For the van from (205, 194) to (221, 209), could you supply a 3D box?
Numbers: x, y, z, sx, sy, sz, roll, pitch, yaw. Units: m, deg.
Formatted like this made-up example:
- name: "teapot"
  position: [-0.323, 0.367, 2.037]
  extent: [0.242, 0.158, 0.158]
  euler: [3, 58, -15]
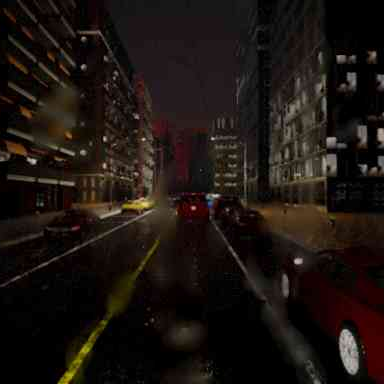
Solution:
- name: "van"
  position: [2.700, 1.165, 43.391]
  extent: [1.690, 1.788, 3.998]
  euler: [1, 0, 0]

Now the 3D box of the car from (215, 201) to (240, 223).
- name: "car"
  position: [2.699, 1.495, 21.361]
  extent: [1.802, 1.307, 4.206]
  euler: [1, 0, 0]

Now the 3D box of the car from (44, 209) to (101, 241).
- name: "car"
  position: [-5.646, 1.515, 16.228]
  extent: [1.802, 1.307, 4.206]
  euler: [1, 0, 0]

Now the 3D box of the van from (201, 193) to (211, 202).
- name: "van"
  position: [2.695, 1.075, 65.423]
  extent: [1.690, 1.788, 3.998]
  euler: [1, 0, 0]

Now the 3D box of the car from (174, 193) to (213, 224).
- name: "car"
  position: [0.093, 1.124, 23.827]
  extent: [2.150, 2.045, 5.566]
  euler: [0, 0, 0]

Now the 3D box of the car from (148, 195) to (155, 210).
- name: "car"
  position: [-5.682, 1.371, 37.686]
  extent: [1.752, 1.417, 4.829]
  euler: [1, 0, 0]

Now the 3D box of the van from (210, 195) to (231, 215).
- name: "van"
  position: [2.702, 1.209, 32.375]
  extent: [1.690, 1.788, 3.998]
  euler: [1, 0, 0]

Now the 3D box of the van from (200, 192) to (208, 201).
- name: "van"
  position: [2.693, 1.031, 76.440]
  extent: [1.690, 1.788, 3.998]
  euler: [1, 0, 0]

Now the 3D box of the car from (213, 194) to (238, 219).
- name: "car"
  position: [2.704, 1.205, 26.867]
  extent: [2.192, 1.841, 5.009]
  euler: [1, 0, 0]

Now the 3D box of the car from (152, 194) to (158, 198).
- name: "car"
  position: [-5.684, 1.349, 43.196]
  extent: [1.752, 1.417, 4.829]
  euler: [1, 0, 0]

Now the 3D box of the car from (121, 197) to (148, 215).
- name: "car"
  position: [-5.681, 1.394, 32.173]
  extent: [1.752, 1.417, 4.829]
  euler: [1, 0, 0]

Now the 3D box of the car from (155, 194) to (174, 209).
- name: "car"
  position: [-3.099, 1.372, 42.903]
  extent: [2.033, 1.411, 5.357]
  euler: [0, 0, 0]

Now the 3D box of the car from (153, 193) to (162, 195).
- name: "car"
  position: [-5.681, 1.094, 54.387]
  extent: [2.192, 1.841, 5.009]
  euler: [1, 0, 0]

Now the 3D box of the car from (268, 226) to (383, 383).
- name: "car"
  position: [2.704, 1.523, 5.238]
  extent: [1.887, 1.381, 4.507]
  euler: [1, 0, 0]

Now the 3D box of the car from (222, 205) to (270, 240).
- name: "car"
  position: [2.701, 1.515, 16.333]
  extent: [1.802, 1.307, 4.206]
  euler: [1, 0, 0]

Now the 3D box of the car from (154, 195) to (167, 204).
- name: "car"
  position: [-5.687, 1.301, 59.899]
  extent: [1.887, 1.381, 4.507]
  euler: [1, 0, 0]

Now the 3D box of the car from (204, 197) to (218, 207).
- name: "car"
  position: [2.694, 1.383, 48.900]
  extent: [1.802, 1.307, 4.206]
  euler: [1, 0, 0]

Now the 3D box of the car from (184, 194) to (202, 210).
- name: "car"
  position: [0.091, 1.182, 41.530]
  extent: [2.097, 1.767, 4.553]
  euler: [0, 0, 0]
